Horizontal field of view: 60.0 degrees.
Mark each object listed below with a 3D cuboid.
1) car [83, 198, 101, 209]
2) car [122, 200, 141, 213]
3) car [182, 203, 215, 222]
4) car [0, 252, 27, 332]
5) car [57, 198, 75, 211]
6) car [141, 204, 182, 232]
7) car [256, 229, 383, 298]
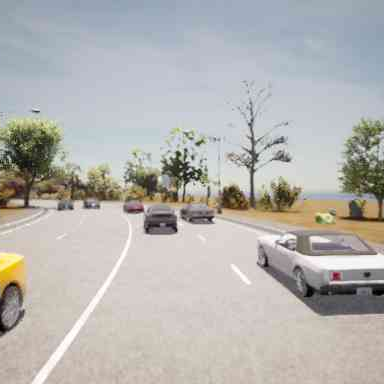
[{"bbox_3d":[-14.042,1.591,46.519,2.128,1.511,4.902,0,0,-25],"label":"car"},{"bbox_3d":[-6.780,1.640,38.234,1.994,1.385,4.181,0,0,-19],"label":"car"},{"bbox_3d":[0.300,1.591,26.723,2.033,1.411,5.357,0,0,-13],"label":"car"},{"bbox_3d":[-3.817,1.496,3.982,1.882,1.535,5.008,0,0,-3],"label":"car"},{"bbox_3d":[-16.071,1.598,42.390,1.837,1.490,4.892,0,0,-23],"label":"car"},{"bbox_3d":[-2.021,1.542,20.566,1.837,1.490,4.892,0,0,-10],"label":"car"},{"bbox_3d":[3.111,1.605,8.539,1.895,1.301,4.718,0,0,-5],"label":"car"}]
